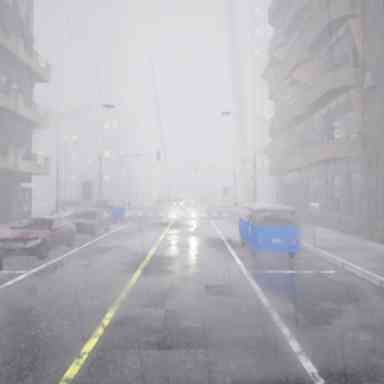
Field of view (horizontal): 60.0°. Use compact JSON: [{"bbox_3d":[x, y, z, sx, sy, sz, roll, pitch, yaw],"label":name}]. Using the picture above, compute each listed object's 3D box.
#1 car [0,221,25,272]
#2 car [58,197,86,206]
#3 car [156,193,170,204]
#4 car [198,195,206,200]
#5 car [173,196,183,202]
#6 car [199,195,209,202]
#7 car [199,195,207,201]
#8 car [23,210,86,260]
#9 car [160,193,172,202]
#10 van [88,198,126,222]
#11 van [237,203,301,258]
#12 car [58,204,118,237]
[{"bbox_3d":[-5.637,1.545,6.853,2.008,1.369,4.403,1,0,0],"label":"car"},{"bbox_3d":[-16.460,1.459,46.128,4.097,1.590,1.967,0,-1,0],"label":"car"},{"bbox_3d":[-5.633,1.388,61.540,1.967,1.590,4.097,1,0,0],"label":"car"},{"bbox_3d":[2.763,1.490,89.480,1.947,1.339,4.313,1,0,0],"label":"car"},{"bbox_3d":[-2.954,1.535,71.159,1.895,1.301,4.718,0,0,0],"label":"car"},{"bbox_3d":[2.751,1.520,72.747,1.802,1.307,4.206,1,0,0],"label":"car"},{"bbox_3d":[2.760,1.454,84.073,1.752,1.417,4.829,1,0,0],"label":"car"},{"bbox_3d":[-5.634,1.572,12.394,1.802,1.307,4.206,1,0,0],"label":"car"},{"bbox_3d":[-5.623,1.253,72.691,2.192,1.841,5.009,1,0,0],"label":"car"},{"bbox_3d":[-5.792,1.322,23.474,1.690,1.788,3.998,1,0,0],"label":"van"},{"bbox_3d":[2.717,1.331,12.441,1.690,1.788,3.998,1,0,0],"label":"van"},{"bbox_3d":[-5.631,1.551,17.933,1.947,1.339,4.313,1,0,0],"label":"car"}]
